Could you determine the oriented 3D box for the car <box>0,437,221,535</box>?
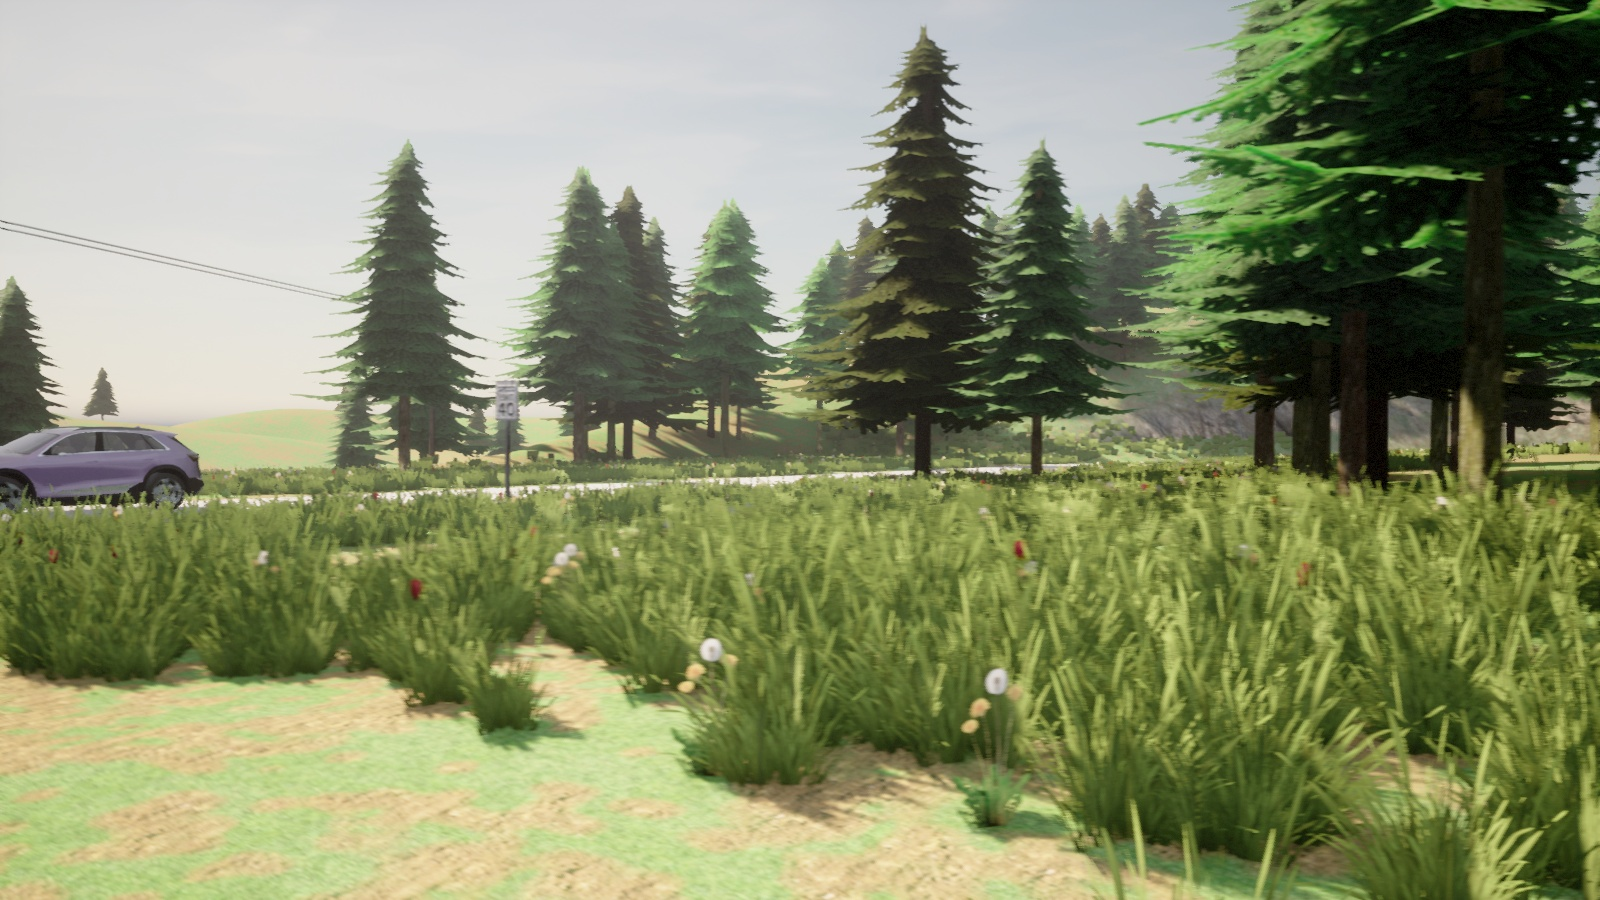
[{"bbox_3d":[-13.636,0.606,23.337,2.033,1.649,4.856,0,1,33],"label":"car"}]
